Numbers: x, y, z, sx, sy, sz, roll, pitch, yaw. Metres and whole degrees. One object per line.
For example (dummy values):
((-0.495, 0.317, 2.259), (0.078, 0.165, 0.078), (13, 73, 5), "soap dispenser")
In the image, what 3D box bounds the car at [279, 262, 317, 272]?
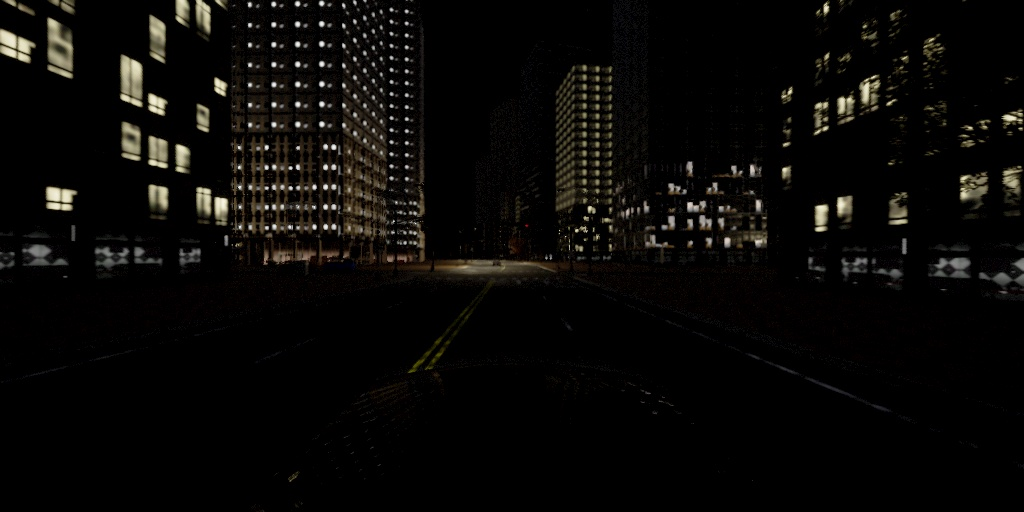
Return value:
((-28.197, 1.337, 47.263), (4.507, 1.381, 1.888), (0, 0, 1), "car")

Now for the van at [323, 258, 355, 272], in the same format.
((-22.658, 1.158, 47.217), (3.998, 1.789, 1.690), (0, 0, 1), "van")

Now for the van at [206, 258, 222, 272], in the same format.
((-33.938, 1.137, 38.999), (3.998, 1.789, 1.690), (0, 0, 1), "van")
